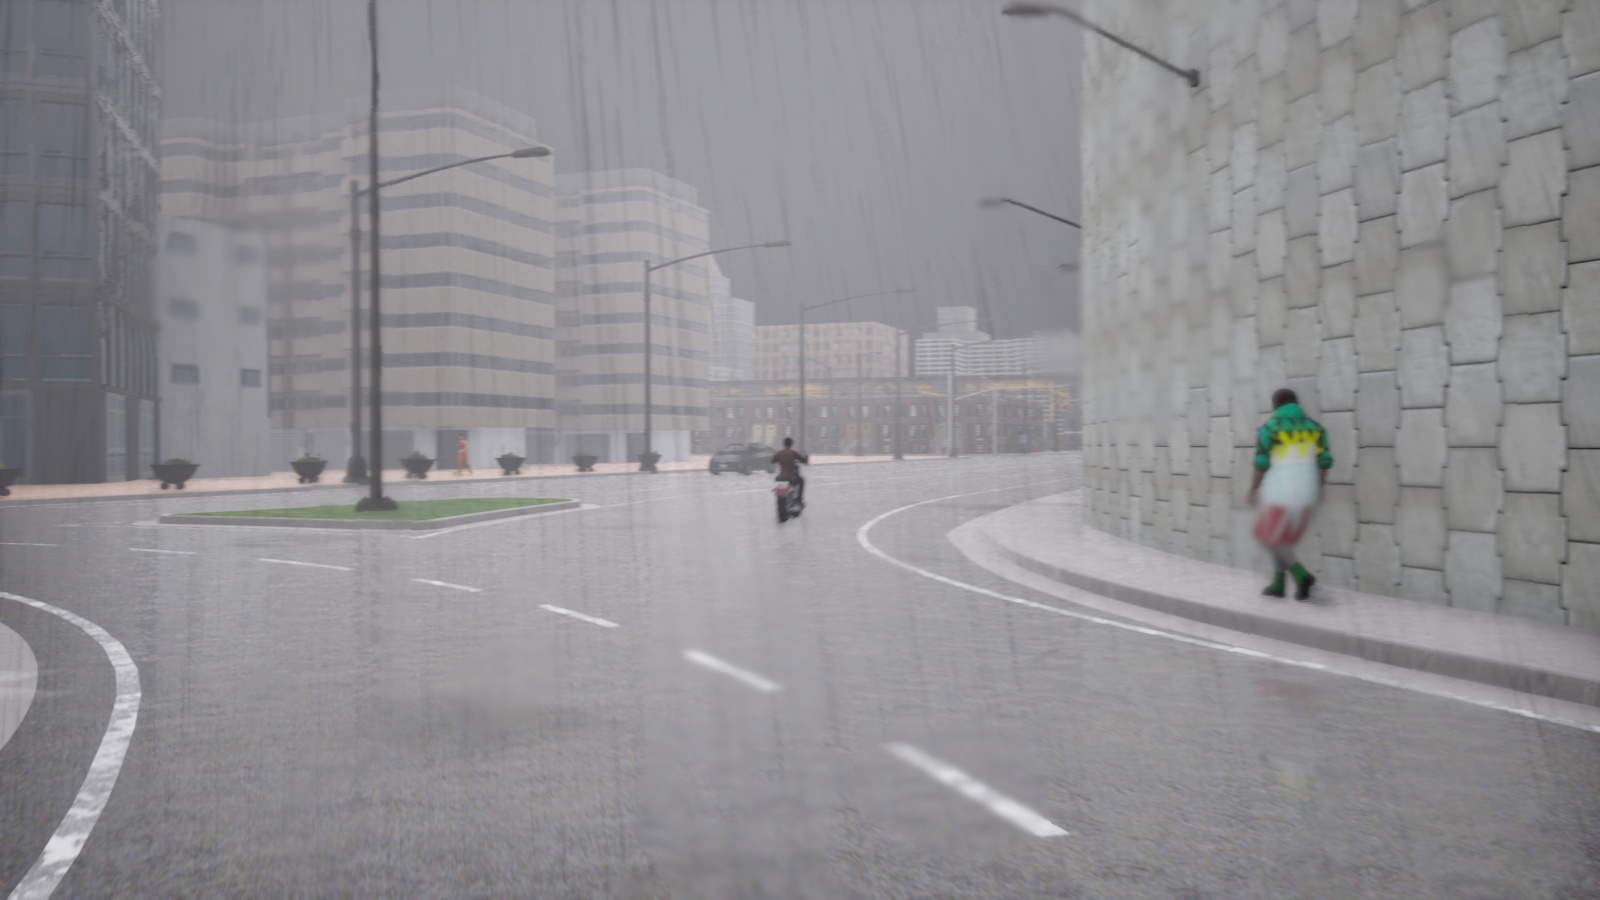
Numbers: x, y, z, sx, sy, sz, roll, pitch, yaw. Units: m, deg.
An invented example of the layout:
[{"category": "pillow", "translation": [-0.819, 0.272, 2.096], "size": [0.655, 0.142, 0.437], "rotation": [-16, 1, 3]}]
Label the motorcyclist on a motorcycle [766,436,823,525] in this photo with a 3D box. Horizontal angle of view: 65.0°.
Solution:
[{"category": "motorcyclist on a motorcycle", "translation": [-0.079, 0.558, 24.374], "size": [0.766, 1.649, 2.350], "rotation": [0, 0, 8]}]

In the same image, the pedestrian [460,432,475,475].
[{"category": "pedestrian", "translation": [-14.220, 0.148, 53.688], "size": [0.345, 1.836, 0.594], "rotation": [0, 0, 23]}]

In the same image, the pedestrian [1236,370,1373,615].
[{"category": "pedestrian", "translation": [4.204, 0.336, 10.510], "size": [0.659, 1.952, 0.873], "rotation": [0, 0, -18]}]

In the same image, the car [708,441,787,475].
[{"category": "car", "translation": [-2.434, 0.361, 59.111], "size": [2.007, 1.525, 4.514], "rotation": [0, 0, 22]}]
